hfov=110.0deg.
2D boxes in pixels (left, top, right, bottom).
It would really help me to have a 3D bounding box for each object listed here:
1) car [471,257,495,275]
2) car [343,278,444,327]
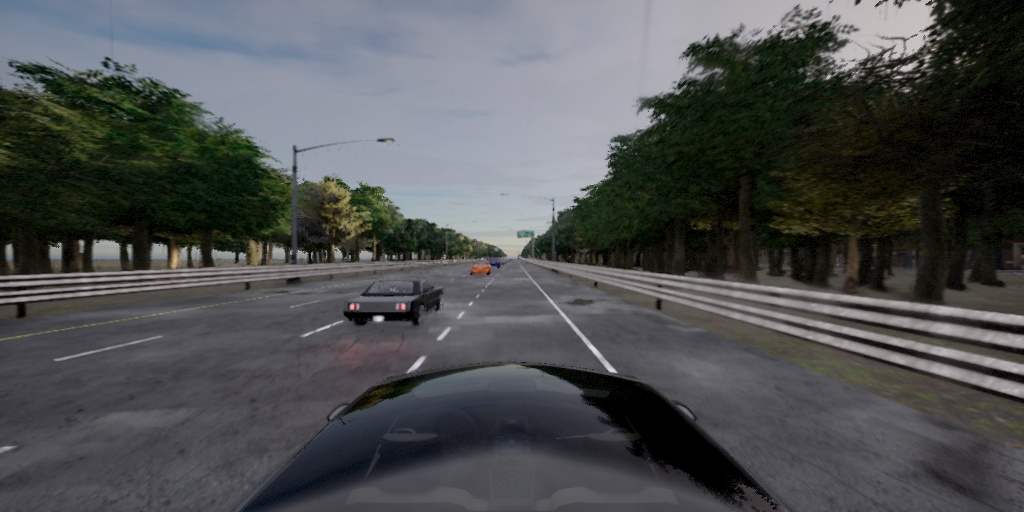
[{"bbox_3d":[-3.420,1.237,40.724,2.097,1.767,4.553,0,0,0],"label":"car"},{"bbox_3d":[-3.497,1.369,11.637,1.895,1.301,4.718,0,0,0],"label":"car"}]
